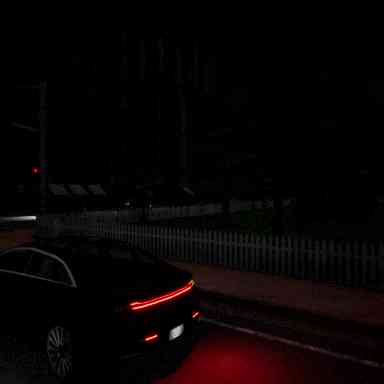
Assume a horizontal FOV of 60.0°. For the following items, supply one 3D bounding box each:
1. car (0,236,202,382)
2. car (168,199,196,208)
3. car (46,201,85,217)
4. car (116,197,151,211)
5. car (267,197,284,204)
[{"bbox_3d":[-2.153,1.491,5.477,4.902,1.511,2.128,0,0,36],"label":"car"},{"bbox_3d":[-1.432,1.601,48.131,1.895,1.301,4.718,0,0,34],"label":"car"},{"bbox_3d":[-12.409,1.564,31.888,1.994,1.385,4.181,0,0,34],"label":"car"},{"bbox_3d":[-6.991,1.352,39.911,2.097,1.767,4.553,0,0,34],"label":"car"},{"bbox_3d":[15.180,1.547,59.910,2.033,1.411,5.357,0,0,34],"label":"car"}]
